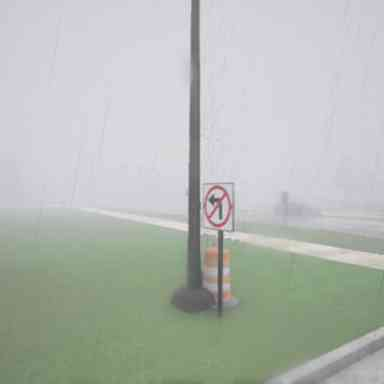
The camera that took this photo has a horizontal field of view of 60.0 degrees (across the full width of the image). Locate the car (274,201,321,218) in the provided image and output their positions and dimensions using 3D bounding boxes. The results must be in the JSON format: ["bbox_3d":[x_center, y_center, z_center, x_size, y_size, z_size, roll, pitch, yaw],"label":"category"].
[{"bbox_3d":[10.438,1.713,33.107,1.837,1.490,4.892,1,0,-35],"label":"car"}]
